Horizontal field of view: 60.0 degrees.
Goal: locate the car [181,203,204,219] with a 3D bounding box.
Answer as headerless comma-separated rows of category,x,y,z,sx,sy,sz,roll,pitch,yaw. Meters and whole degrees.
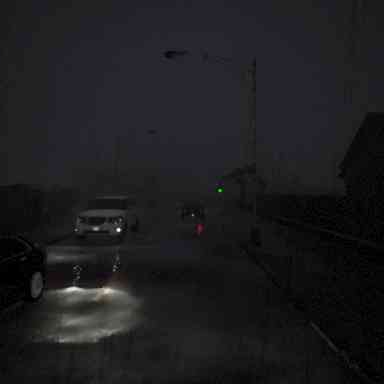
car,0.075,1.562,28.829,1.895,1.301,4.718,0,0,0

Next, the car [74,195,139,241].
car,-4.064,1.198,16.875,2.150,2.045,5.566,0,0,0

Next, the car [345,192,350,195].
car,37.999,0.866,79.571,1.905,1.878,3.866,0,0,0

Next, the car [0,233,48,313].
car,-4.088,1.499,5.447,1.837,1.490,4.892,0,0,0
